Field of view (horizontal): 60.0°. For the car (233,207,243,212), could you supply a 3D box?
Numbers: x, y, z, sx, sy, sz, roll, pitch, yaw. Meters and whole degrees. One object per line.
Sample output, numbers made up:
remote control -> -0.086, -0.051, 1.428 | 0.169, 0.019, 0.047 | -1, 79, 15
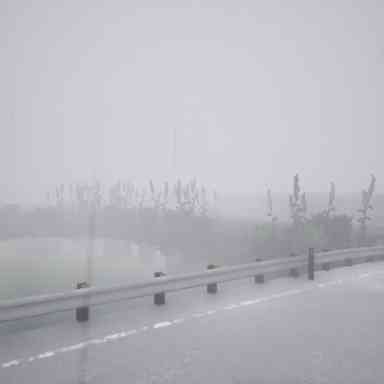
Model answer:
car -> 6.158, 3.164, 56.249 | 2.033, 1.411, 5.357 | 2, -1, -43

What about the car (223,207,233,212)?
car -> 3.889, 2.925, 54.144 | 2.097, 1.767, 4.553 | 2, -1, -43
